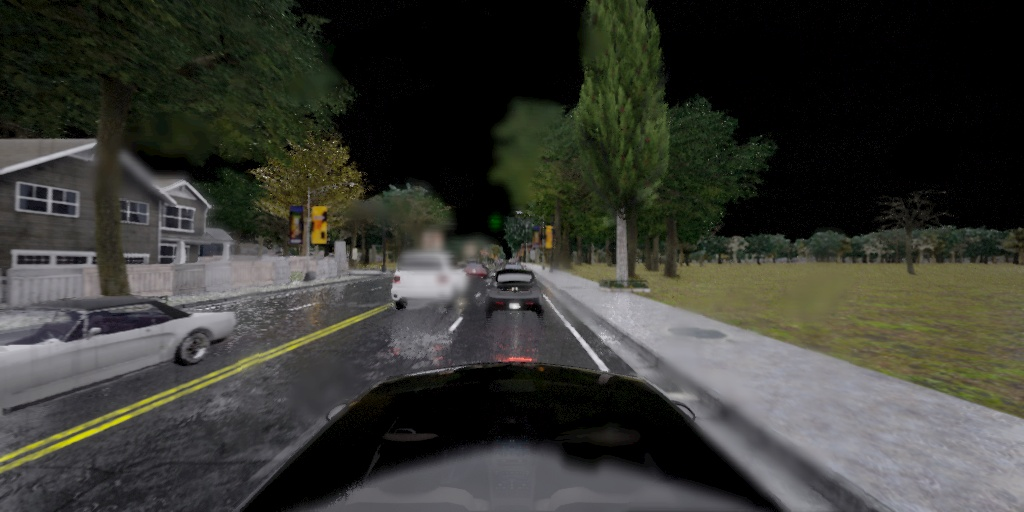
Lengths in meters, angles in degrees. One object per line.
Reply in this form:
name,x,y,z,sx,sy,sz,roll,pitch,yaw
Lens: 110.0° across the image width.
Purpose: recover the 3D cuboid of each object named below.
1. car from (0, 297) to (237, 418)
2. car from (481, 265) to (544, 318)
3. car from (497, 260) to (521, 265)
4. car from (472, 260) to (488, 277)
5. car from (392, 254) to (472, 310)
car,-6.599,1.342,5.126,1.895,1.301,4.718,0,0,0
car,0.100,1.229,12.902,1.837,1.490,4.892,0,0,0
car,0.100,1.262,28.429,2.033,1.411,5.357,0,0,0
car,-3.150,1.282,32.545,1.994,1.385,4.181,0,0,0
car,-3.153,0.946,14.776,2.150,2.045,5.566,0,0,0
